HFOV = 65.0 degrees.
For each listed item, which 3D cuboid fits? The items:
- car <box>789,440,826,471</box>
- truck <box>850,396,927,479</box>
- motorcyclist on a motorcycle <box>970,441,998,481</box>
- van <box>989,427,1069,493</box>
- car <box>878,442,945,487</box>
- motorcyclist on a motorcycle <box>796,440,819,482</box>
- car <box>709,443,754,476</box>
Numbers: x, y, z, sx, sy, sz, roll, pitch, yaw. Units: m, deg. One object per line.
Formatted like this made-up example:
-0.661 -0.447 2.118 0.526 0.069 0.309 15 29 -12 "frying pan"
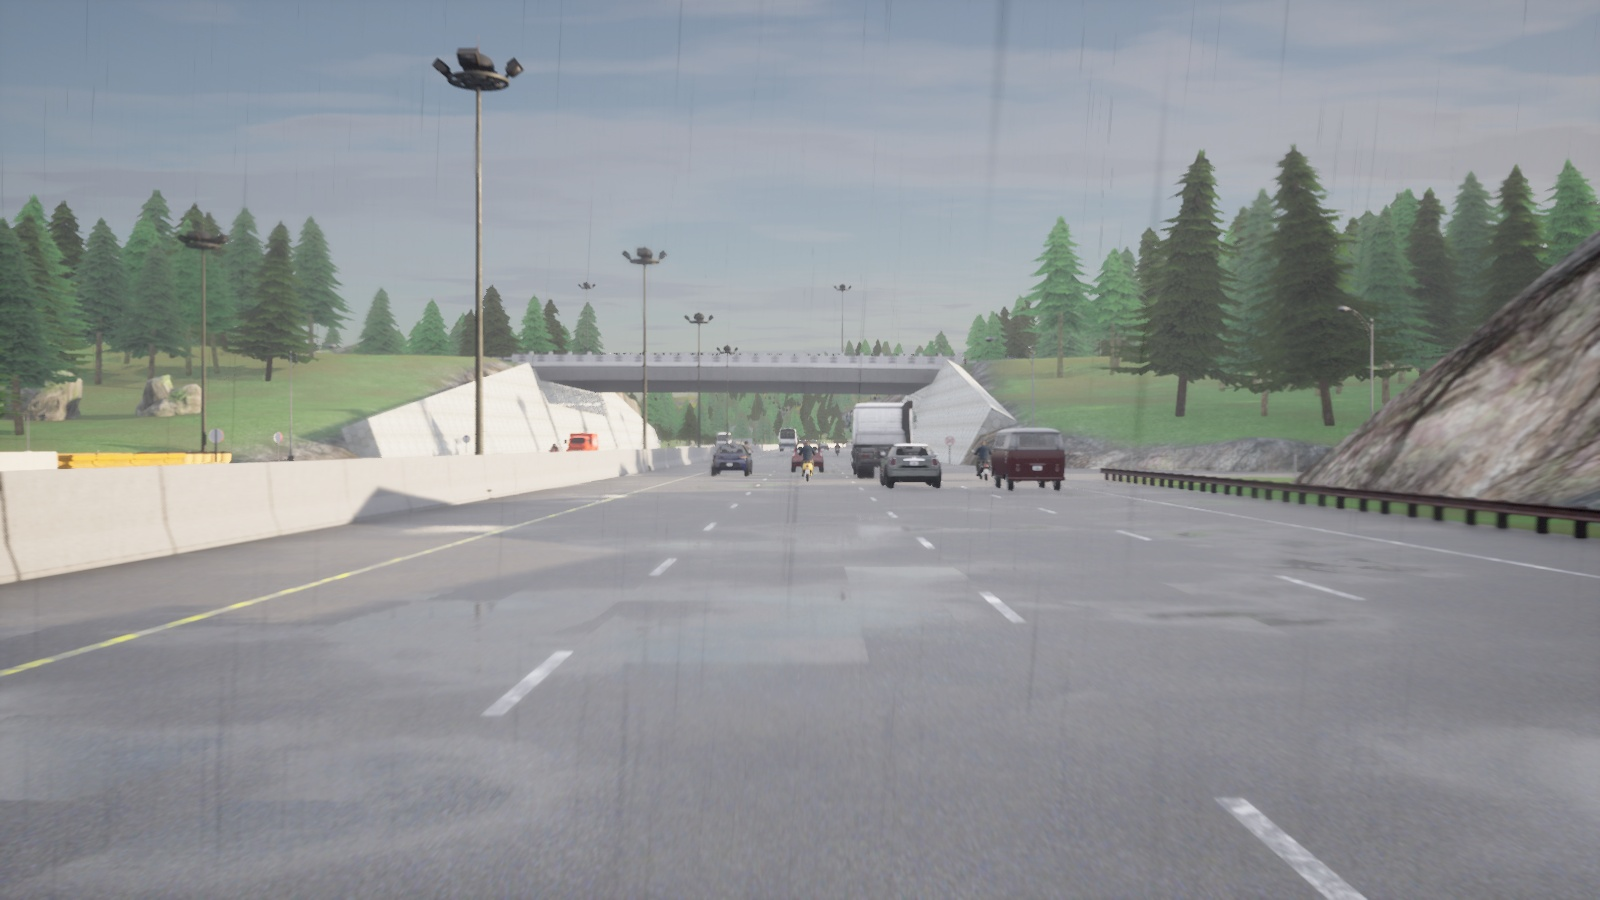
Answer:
0.390 0.272 65.999 1.851 1.617 3.988 0 0 0 "car"
3.834 -0.549 56.060 2.891 3.462 7.936 0 0 0 "truck"
7.298 0.425 49.798 0.866 1.590 1.817 0 0 0 "motorcyclist on a motorcycle"
7.243 0.279 40.131 1.775 1.987 4.442 0 0 0 "van"
3.759 0.473 42.855 1.970 1.475 3.806 0 0 0 "car"
0.296 0.421 49.400 0.866 1.590 1.817 0 0 0 "motorcyclist on a motorcycle"
-3.154 0.428 58.364 1.816 1.474 4.193 0 0 0 "car"
